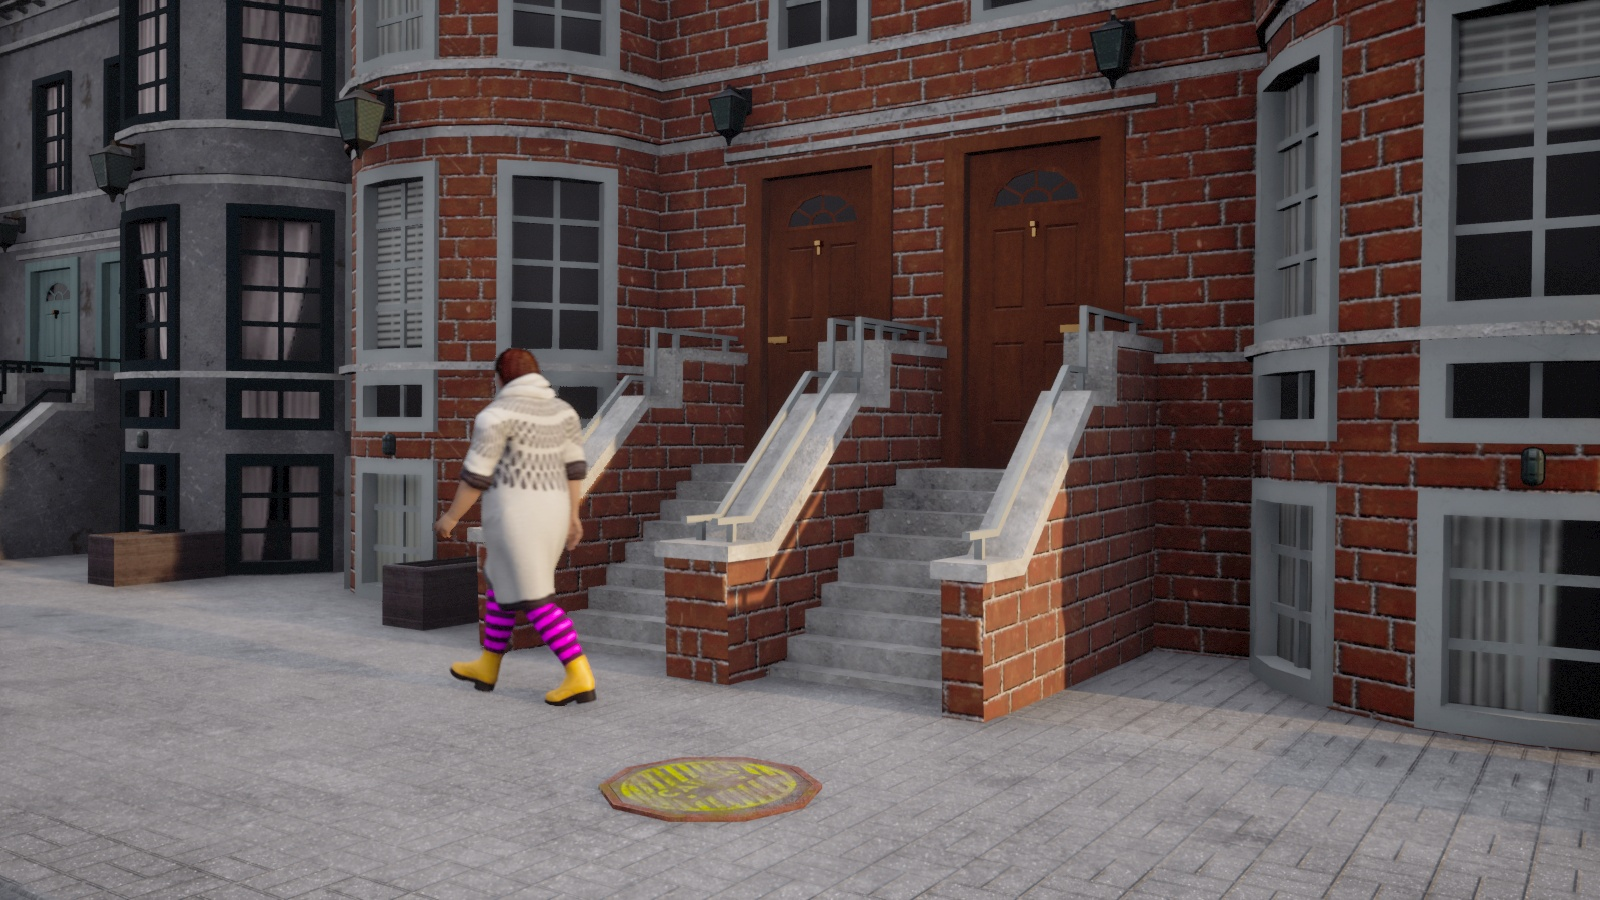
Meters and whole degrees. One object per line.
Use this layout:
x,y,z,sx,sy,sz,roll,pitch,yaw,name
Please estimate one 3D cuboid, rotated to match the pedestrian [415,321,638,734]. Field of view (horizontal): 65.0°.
-1.390,0.365,6.425,0.873,1.952,0.659,0,1,27,pedestrian
